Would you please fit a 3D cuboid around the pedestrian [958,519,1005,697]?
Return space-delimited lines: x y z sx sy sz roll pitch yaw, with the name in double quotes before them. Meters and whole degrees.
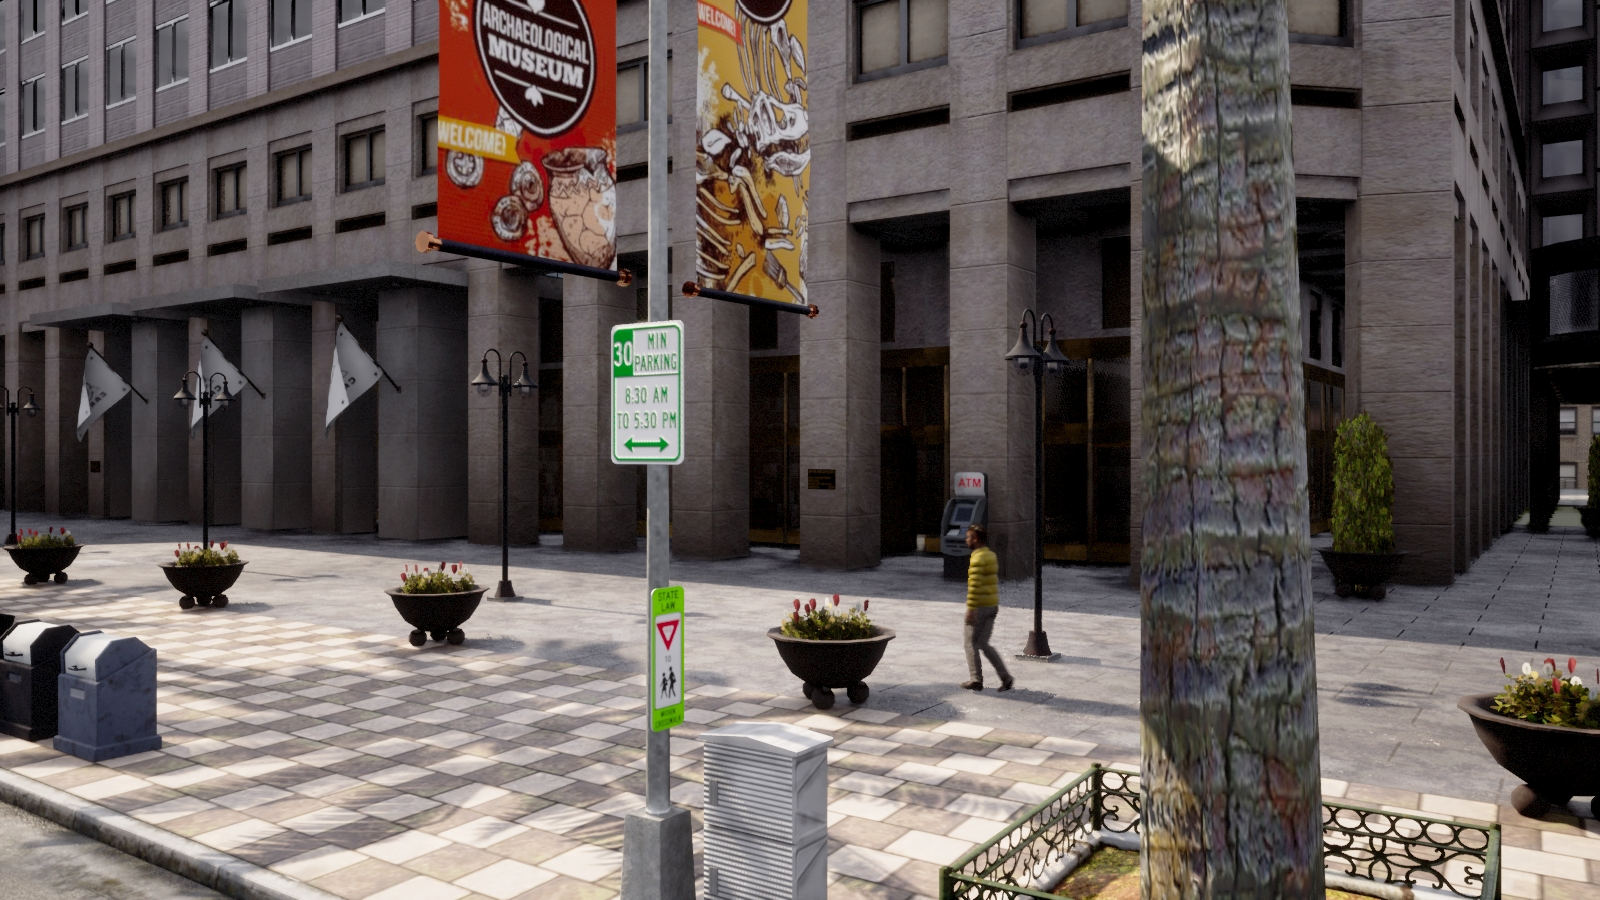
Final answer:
"pedestrian" 1.980 1.701 12.444 0.375 1.860 0.375 0 0 34
